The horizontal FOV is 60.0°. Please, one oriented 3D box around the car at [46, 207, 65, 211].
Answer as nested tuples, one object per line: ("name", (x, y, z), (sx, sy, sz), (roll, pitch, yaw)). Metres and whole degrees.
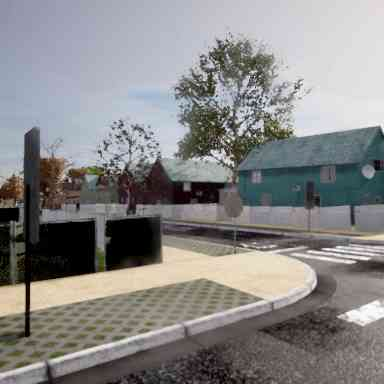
("car", (-19.307, 2.755, 46.622), (1.895, 1.301, 4.718), (1, -2, -35))
